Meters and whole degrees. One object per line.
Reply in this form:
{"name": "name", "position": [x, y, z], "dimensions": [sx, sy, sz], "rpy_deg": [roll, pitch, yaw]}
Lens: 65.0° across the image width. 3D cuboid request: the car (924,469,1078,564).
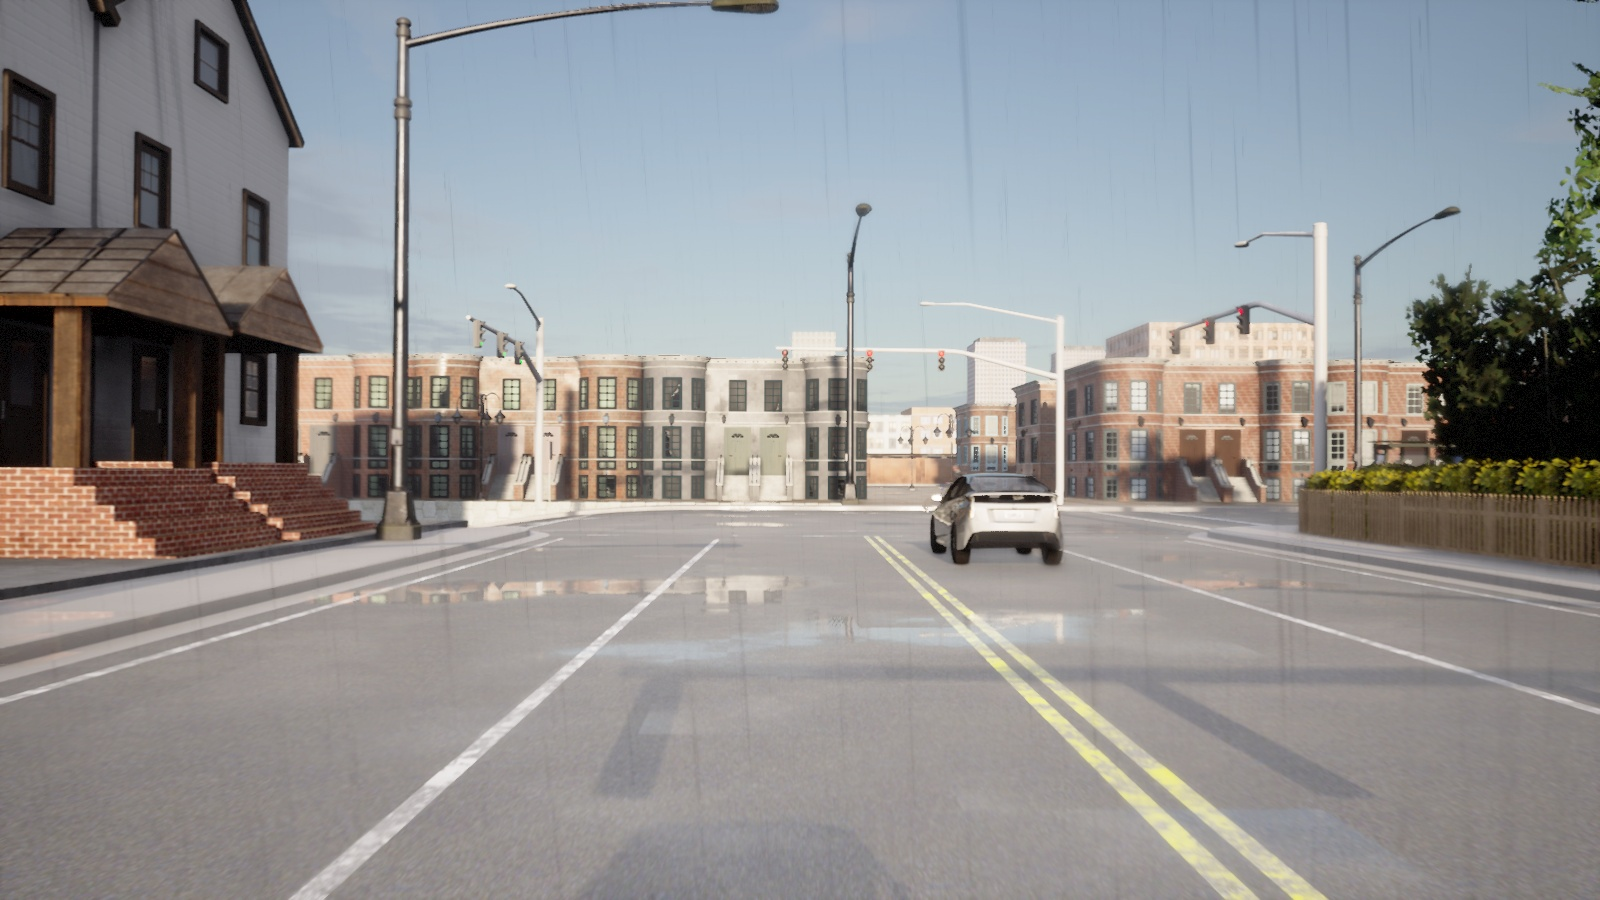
{"name": "car", "position": [3.446, 1.103, 22.399], "dimensions": [2.007, 1.525, 4.514], "rpy_deg": [0, -1, 0]}
